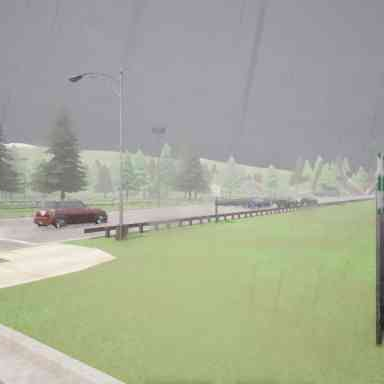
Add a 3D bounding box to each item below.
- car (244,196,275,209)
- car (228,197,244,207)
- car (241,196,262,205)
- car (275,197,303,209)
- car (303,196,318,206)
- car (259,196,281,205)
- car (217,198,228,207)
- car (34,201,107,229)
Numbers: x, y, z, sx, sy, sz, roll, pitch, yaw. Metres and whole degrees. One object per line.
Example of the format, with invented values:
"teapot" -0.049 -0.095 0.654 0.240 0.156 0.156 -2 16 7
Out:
"car" 9.430 1.525 46.338 1.812 1.442 4.674 0 0 35
"car" 8.035 1.491 50.530 2.128 1.511 4.902 0 0 35
"car" 11.002 1.478 60.965 1.882 1.535 5.008 0 0 35
"car" 13.265 1.505 45.806 1.837 1.490 4.892 0 0 35
"car" 19.129 1.505 54.266 1.837 1.490 4.892 0 0 35
"car" 13.869 1.491 58.958 2.128 1.511 4.902 0 0 35
"car" 5.338 1.564 52.767 1.994 1.385 4.181 0 0 35
"car" -7.759 1.351 21.778 2.097 1.767 4.553 0 0 35
